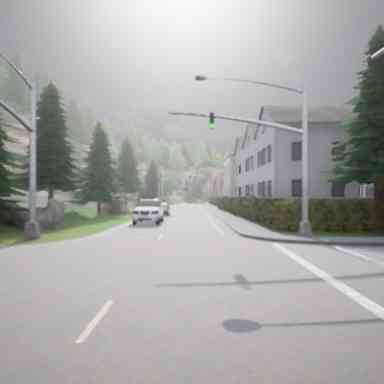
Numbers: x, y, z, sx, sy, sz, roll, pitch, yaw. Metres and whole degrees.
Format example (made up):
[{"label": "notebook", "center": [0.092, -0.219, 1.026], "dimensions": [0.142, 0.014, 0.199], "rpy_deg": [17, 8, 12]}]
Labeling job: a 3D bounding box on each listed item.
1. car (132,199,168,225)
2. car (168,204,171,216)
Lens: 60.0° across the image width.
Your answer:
[{"label": "car", "center": [-3.565, 1.582, 27.866], "dimensions": [2.150, 2.045, 5.566], "rpy_deg": [0, -1, 0]}, {"label": "car", "center": [-3.539, 1.999, 39.226], "dimensions": [2.128, 1.511, 4.902], "rpy_deg": [0, -1, 0]}]
